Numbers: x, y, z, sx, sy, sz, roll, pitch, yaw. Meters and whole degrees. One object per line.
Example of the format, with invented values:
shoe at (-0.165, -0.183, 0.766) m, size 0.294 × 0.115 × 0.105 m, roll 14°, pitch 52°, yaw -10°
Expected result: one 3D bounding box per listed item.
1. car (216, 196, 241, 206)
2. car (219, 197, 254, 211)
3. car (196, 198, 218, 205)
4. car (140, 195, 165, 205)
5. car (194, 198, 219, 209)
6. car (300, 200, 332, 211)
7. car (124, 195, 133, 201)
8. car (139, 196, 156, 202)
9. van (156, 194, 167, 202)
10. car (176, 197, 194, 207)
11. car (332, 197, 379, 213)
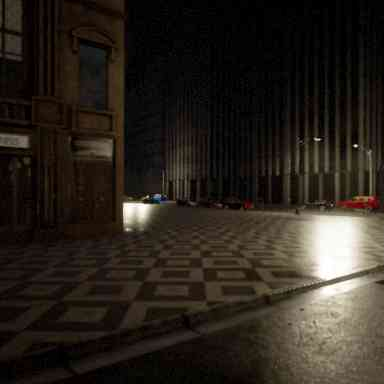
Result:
car at (6.119, 1.570, 56.620) m, size 1.967 × 1.590 × 4.097 m, roll 0°, pitch 0°, yaw -36°
car at (5.916, 1.653, 42.503) m, size 1.887 × 1.381 × 4.507 m, roll 0°, pitch 0°, yaw -36°
car at (2.777, 1.708, 61.165) m, size 1.802 × 1.307 × 4.206 m, roll 0°, pitch 0°, yaw -36°
car at (-7.446, 1.643, 60.676) m, size 2.008 × 1.369 × 4.403 m, roll 0°, pitch 0°, yaw -36°
car at (2.575, 1.687, 47.046) m, size 1.802 × 1.307 × 4.206 m, roll 0°, pitch 0°, yaw -36°
car at (16.141, 1.706, 42.989) m, size 1.947 × 1.339 × 4.313 m, roll 0°, pitch 0°, yaw -36°
car at (-17.384, 1.586, 88.597) m, size 1.752 × 1.417 × 4.829 m, roll 1°, pitch 0°, yaw -35°
car at (-10.687, 1.616, 79.479) m, size 1.752 × 1.417 × 4.829 m, roll 0°, pitch 0°, yaw -36°
van at (-7.244, 1.445, 74.797) m, size 1.690 × 1.788 × 3.998 m, roll 0°, pitch 0°, yaw -36°
car at (-0.765, 1.542, 51.590) m, size 1.967 × 1.590 × 4.097 m, roll 0°, pitch 0°, yaw -36°
car at (19.483, 1.459, 38.445) m, size 2.192 × 1.841 × 5.009 m, roll 0°, pitch 0°, yaw -36°
